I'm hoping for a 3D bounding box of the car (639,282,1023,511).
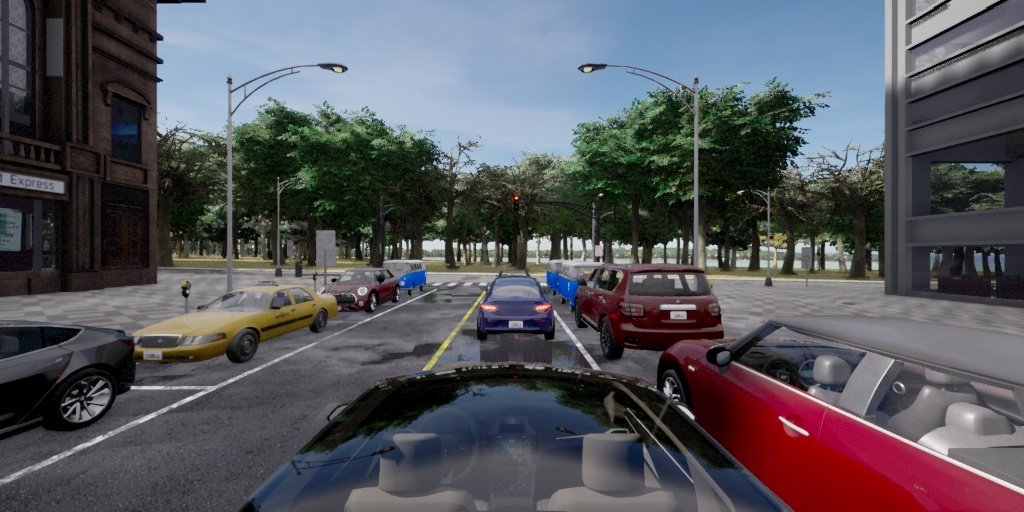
[{"bbox_3d":[2.763,1.190,2.895,1.967,1.591,4.097,0,0,0],"label":"car"}]

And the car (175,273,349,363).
[{"bbox_3d":[-5.763,1.275,8.162,1.751,1.417,4.829,0,0,0],"label":"car"}]

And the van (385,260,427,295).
[{"bbox_3d":[-5.763,1.092,19.207,1.690,1.789,3.998,0,0,0],"label":"van"}]

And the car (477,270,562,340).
[{"bbox_3d":[0.098,1.276,9.870,1.812,1.442,4.674,0,0,0],"label":"car"}]

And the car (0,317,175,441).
[{"bbox_3d":[-5.763,1.316,2.894,1.948,1.339,4.313,0,0,0],"label":"car"}]

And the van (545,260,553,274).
[{"bbox_3d":[2.762,1.092,19.207,1.690,1.789,3.998,0,0,0],"label":"van"}]

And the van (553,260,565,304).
[{"bbox_3d":[2.762,1.091,13.770,1.690,1.789,3.998,0,0,0],"label":"van"}]

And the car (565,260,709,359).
[{"bbox_3d":[2.762,1.065,8.332,2.192,1.841,5.009,0,0,0],"label":"car"}]

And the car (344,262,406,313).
[{"bbox_3d":[-5.763,1.190,13.769,1.967,1.591,4.097,0,0,0],"label":"car"}]
